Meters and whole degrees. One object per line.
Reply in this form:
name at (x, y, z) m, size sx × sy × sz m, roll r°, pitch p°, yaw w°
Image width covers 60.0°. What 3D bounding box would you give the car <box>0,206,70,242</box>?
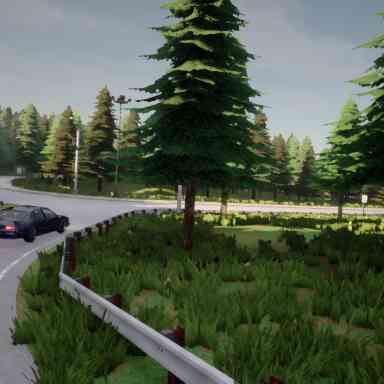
car at (-7.603, 1.372, 15.585) m, size 2.033 × 1.411 × 5.357 m, roll 4°, pitch 1°, yaw 3°
